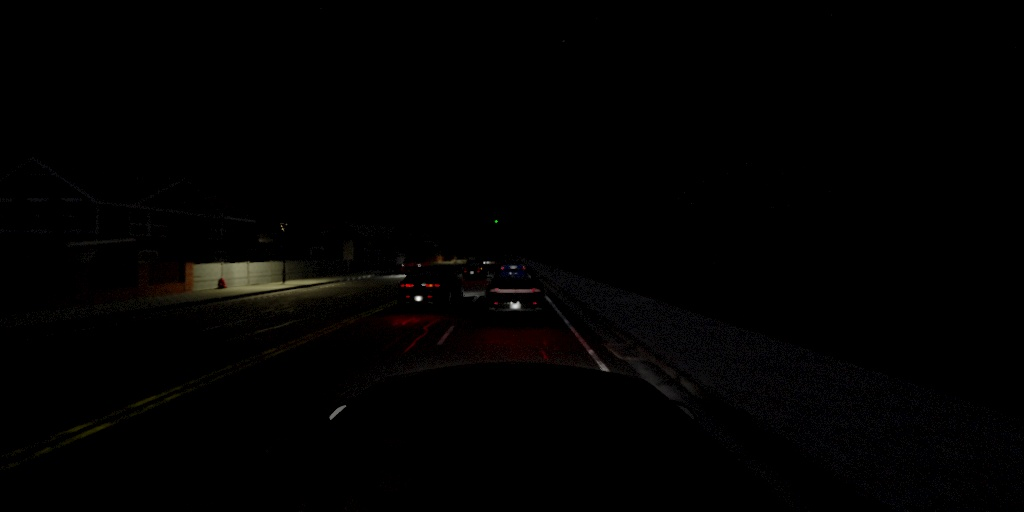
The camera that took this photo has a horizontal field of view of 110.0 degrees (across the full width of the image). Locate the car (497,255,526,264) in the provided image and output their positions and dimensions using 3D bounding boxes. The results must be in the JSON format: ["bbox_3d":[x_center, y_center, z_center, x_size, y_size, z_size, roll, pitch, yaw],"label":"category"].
[{"bbox_3d":[0.091,0.955,29.100,2.097,1.767,4.553,0,0,0],"label":"car"}]

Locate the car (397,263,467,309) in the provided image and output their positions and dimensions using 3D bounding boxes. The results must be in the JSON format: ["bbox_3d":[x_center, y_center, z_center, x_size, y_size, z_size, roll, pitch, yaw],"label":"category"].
[{"bbox_3d":[-3.156,1.184,14.531,1.837,1.490,4.892,0,0,0],"label":"car"}]

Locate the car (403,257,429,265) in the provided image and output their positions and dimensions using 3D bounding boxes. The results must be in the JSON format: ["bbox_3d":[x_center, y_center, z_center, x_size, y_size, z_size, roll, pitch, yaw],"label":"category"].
[{"bbox_3d":[-9.768,0.911,36.606,2.097,1.767,4.553,0,0,0],"label":"car"}]

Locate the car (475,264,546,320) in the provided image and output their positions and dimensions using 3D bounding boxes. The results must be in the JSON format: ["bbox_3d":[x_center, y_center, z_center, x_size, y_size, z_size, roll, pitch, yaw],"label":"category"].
[{"bbox_3d":[0.097,1.183,12.440,2.128,1.511,4.902,0,0,0],"label":"car"}]

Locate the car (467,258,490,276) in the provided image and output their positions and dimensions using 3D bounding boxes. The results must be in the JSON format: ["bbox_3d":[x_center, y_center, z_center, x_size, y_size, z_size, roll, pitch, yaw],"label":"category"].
[{"bbox_3d":[-3.161,1.120,30.541,1.812,1.442,4.674,0,0,0],"label":"car"}]
